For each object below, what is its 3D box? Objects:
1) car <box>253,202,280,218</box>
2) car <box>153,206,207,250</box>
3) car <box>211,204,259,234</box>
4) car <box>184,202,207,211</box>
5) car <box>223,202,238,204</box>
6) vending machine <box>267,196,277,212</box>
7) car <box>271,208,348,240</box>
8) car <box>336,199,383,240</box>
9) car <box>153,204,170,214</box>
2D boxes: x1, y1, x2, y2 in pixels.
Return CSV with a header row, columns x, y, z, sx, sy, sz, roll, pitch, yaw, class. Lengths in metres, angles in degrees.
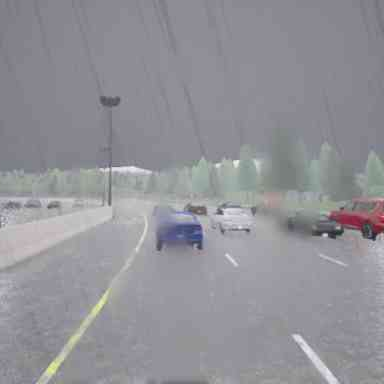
x,y,z,sx,sy,sz,roll,pitch,yaw,class
7.570,1.816,34.356,2.128,1.511,4.902,0,-1,-9,car
-0.625,1.623,15.184,1.882,1.535,5.008,0,-1,-4,car
2.395,1.721,20.553,1.812,1.442,4.674,0,-1,-6,car
0.274,1.815,35.482,1.882,1.535,5.008,0,-1,-10,car
3.946,1.834,34.842,1.837,1.490,4.892,0,-1,-9,car
10.725,1.616,44.555,1.100,2.100,0.880,0,-1,-12,vending machine
6.169,1.772,18.103,1.895,1.301,4.718,0,-1,-5,car
9.649,1.394,18.158,2.150,2.045,5.566,0,0,-5,car
-3.000,1.926,34.073,1.895,1.301,4.718,0,-1,-10,car
